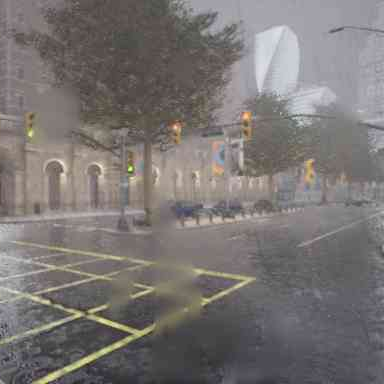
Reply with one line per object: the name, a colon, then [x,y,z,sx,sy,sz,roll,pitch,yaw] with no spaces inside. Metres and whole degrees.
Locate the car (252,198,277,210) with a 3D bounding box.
car: [9.651,1.642,43.997,1.837,1.490,4.892,-1,0,36]

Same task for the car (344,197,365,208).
car: [24.622,1.575,50.747,1.837,1.490,4.892,-1,0,36]

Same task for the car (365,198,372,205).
car: [30.488,1.670,58.873,1.895,1.301,4.718,-1,0,36]

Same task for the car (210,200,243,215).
car: [3.835,1.643,35.954,1.837,1.490,4.892,-1,0,36]

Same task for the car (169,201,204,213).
car: [-0.651,1.786,41.103,1.895,1.301,4.718,-1,0,36]

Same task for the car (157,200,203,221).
car: [-1.452,1.492,28.634,2.097,1.767,4.553,-1,0,36]
